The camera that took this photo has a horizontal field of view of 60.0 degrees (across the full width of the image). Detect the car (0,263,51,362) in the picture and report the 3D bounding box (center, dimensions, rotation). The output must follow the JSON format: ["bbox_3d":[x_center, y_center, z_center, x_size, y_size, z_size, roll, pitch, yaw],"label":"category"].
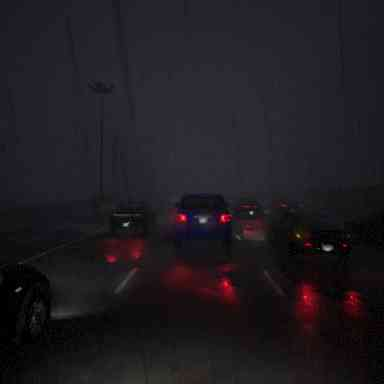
[{"bbox_3d":[-3.244,1.297,3.361,2.097,1.767,4.553,0,1,0],"label":"car"}]

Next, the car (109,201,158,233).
[{"bbox_3d":[-2.983,1.248,17.656,2.128,1.511,4.902,0,1,1],"label":"car"}]

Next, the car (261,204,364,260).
[{"bbox_3d":[3.881,1.377,11.686,1.812,1.442,4.674,0,1,1],"label":"car"}]

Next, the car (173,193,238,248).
[{"bbox_3d":[0.430,1.034,14.037,2.150,2.045,5.566,0,1,1],"label":"car"}]

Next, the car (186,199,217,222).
[{"bbox_3d":[0.670,1.246,23.833,1.994,1.385,4.181,0,1,1],"label":"car"}]

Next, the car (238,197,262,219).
[{"bbox_3d":[4.215,1.171,25.654,1.837,1.490,4.892,0,1,1],"label":"car"}]

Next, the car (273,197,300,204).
[{"bbox_3d":[7.761,1.176,27.474,1.812,1.442,4.674,0,1,2],"label":"car"}]

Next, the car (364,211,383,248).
[{"bbox_3d":[7.372,1.403,11.971,2.033,1.411,5.357,0,1,1],"label":"car"}]
